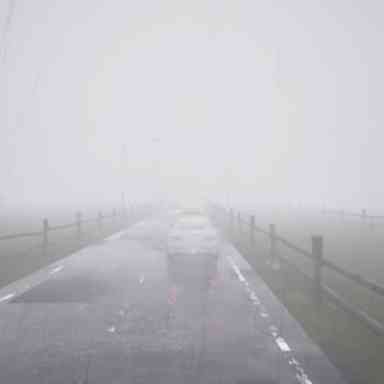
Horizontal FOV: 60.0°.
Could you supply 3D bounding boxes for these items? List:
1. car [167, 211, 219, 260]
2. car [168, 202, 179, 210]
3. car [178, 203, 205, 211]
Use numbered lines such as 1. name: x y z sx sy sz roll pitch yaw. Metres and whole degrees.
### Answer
1. car: 0.052 1.697 13.060 1.812 1.442 4.674 0 -1 0
2. car: -2.800 2.287 54.934 1.994 1.385 4.181 0 -1 0
3. car: 0.054 1.851 28.545 1.882 1.535 5.008 0 0 0
